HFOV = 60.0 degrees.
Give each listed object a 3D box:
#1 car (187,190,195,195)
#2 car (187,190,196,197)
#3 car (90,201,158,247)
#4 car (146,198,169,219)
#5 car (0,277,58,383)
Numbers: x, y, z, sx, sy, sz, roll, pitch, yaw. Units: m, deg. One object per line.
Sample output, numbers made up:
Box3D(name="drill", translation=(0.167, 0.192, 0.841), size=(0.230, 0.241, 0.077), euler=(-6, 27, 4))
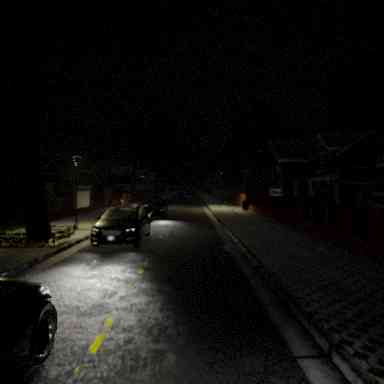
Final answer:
Box3D(name="car", translation=(-0.235, 0.202, 88.958), size=(1.895, 1.301, 4.718), euler=(0, 1, 0))
Box3D(name="car", translation=(-0.207, 0.385, 78.506), size=(1.837, 1.490, 4.892), euler=(0, 1, 0))
Box3D(name="car", translation=(-2.876, 1.347, 14.227), size=(2.128, 1.511, 4.902), euler=(0, 1, 0))
Box3D(name="car", translation=(-2.861, 1.221, 25.733), size=(1.837, 1.490, 4.892), euler=(0, 1, 0))
Box3D(name="car", translation=(-2.851, 1.537, 2.925), size=(1.994, 1.385, 4.181), euler=(0, 1, 0))
